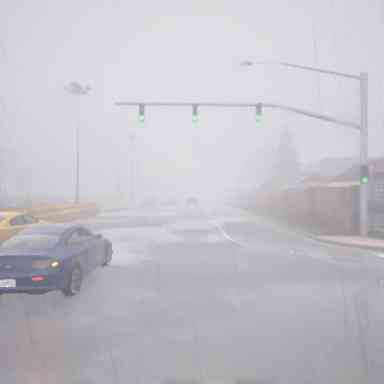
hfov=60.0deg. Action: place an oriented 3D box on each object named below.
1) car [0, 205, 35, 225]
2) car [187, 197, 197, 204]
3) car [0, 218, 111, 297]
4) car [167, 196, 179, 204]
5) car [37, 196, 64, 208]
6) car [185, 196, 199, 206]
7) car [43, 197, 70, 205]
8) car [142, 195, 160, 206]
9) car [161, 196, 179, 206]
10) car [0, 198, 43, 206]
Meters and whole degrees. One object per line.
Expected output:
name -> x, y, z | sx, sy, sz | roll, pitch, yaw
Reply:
car -> -6.903, 1.473, 12.490 | 1.882, 1.535, 5.008 | 0, 0, 0
car -> -0.021, 1.578, 64.307 | 1.895, 1.301, 4.718 | 0, 0, 0
car -> -3.403, 1.523, 8.456 | 1.812, 1.442, 4.674 | 0, 0, 0
car -> -3.521, 1.525, 63.859 | 2.033, 1.411, 5.357 | 0, 0, 0
car -> -21.016, 1.460, 49.461 | 1.882, 1.535, 5.008 | 0, 0, 0
car -> -0.015, 1.486, 53.857 | 1.837, 1.490, 4.892 | 0, 0, 0
car -> -17.514, 1.549, 44.127 | 1.994, 1.385, 4.181 | 0, 0, 0
car -> -7.018, 1.528, 54.930 | 2.033, 1.411, 5.357 | 0, 0, 0
car -> -3.517, 1.545, 54.070 | 1.994, 1.385, 4.181 | 0, 0, 0
car -> -17.572, 1.514, 34.340 | 1.812, 1.442, 4.674 | 0, 0, 0
